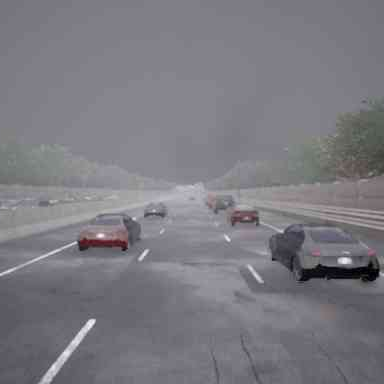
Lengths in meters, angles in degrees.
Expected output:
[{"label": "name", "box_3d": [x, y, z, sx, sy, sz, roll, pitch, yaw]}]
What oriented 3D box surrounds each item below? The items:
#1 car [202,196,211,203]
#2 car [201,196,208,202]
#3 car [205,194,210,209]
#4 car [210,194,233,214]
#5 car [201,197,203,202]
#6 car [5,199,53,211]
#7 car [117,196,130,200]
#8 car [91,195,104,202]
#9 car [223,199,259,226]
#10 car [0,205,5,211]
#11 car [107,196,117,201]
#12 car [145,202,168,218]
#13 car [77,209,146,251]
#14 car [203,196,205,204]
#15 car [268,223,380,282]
[{"label": "car", "box_3d": [3.493, 1.801, 80.866, 1.837, 1.490, 4.892, 0, 0, 0]}, {"label": "car", "box_3d": [3.493, 1.813, 92.058, 1.801, 1.575, 5.366, 0, 0, 0]}, {"label": "car", "box_3d": [3.496, 1.380, 47.890, 2.150, 2.045, 5.566, 0, 0, 0]}, {"label": "car", "box_3d": [3.497, 1.340, 36.888, 2.150, 2.045, 5.566, 0, 0, 0]}, {"label": "car", "box_3d": [3.495, 1.703, 70.053, 1.801, 1.575, 5.366, 0, 0, 0]}, {"label": "car", "box_3d": [-14.096, 1.445, 29.555, 2.097, 1.767, 4.553, 0, 0, 0]}, {"label": "car", "box_3d": [-14.006, 1.795, 70.710, 1.994, 1.385, 4.181, 0, 0, 0]}, {"label": "car", "box_3d": [-21.007, 1.554, 73.964, 1.837, 1.490, 4.892, 0, 0, 0]}, {"label": "car", "box_3d": [3.599, 1.553, 24.172, 1.882, 1.535, 5.008, 0, 0, 0]}, {"label": "car", "box_3d": [-17.597, 1.654, 33.415, 2.033, 1.411, 5.357, 0, 0, 0]}, {"label": "car", "box_3d": [-17.507, 1.532, 73.965, 1.882, 1.535, 5.008, 0, 0, 0]}, {"label": "car", "box_3d": [-3.402, 1.665, 31.898, 1.994, 1.385, 4.181, 0, 0, 0]}, {"label": "car", "box_3d": [-3.401, 1.608, 14.395, 1.994, 1.385, 4.181, 0, 0, 0]}, {"label": "car", "box_3d": [3.495, 1.422, 58.892, 2.150, 2.045, 5.566, 0, 0, 0]}, {"label": "car", "box_3d": [3.599, 1.593, 9.836, 1.994, 1.385, 4.181, 0, 0, 0]}]
